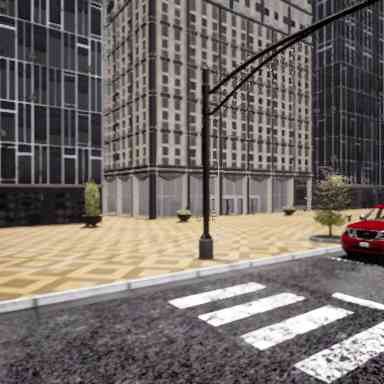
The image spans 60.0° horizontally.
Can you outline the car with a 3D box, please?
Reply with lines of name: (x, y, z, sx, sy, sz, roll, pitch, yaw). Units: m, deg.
car: (7.446, 1.336, 11.884, 5.009, 1.841, 2.192, 0, 0, -36)
